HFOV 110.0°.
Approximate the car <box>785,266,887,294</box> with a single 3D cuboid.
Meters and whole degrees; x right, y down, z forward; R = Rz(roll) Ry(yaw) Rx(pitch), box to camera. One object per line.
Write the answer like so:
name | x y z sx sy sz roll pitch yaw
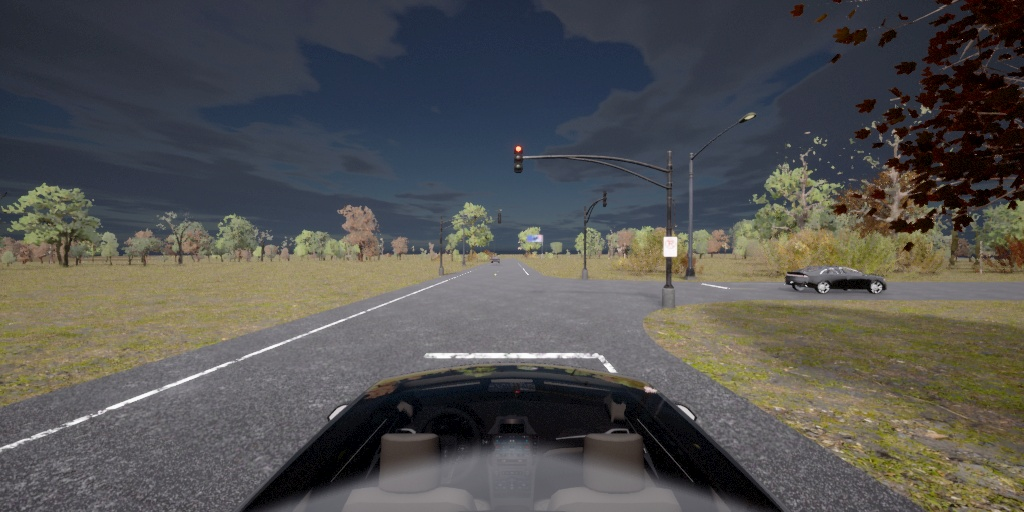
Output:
car | 18.328 1.309 20.373 4.902 1.511 2.128 0 1 0
